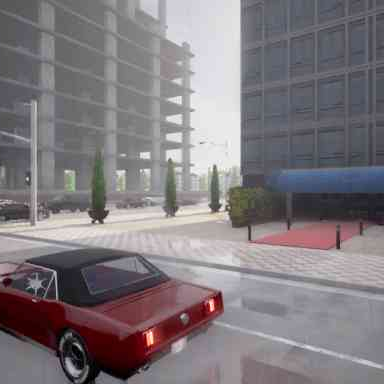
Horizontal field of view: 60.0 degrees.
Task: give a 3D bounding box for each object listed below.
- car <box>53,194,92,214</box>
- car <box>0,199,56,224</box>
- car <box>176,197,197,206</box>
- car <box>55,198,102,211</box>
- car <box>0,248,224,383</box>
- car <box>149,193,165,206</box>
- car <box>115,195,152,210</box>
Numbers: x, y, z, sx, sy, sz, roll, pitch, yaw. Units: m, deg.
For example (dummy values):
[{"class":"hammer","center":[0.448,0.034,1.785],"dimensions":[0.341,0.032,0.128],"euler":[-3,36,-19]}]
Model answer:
[{"class":"car","center":[-13.771,1.221,36.317],"dimensions":[2.150,2.045,5.566],"euler":[0,0,36]},{"class":"car","center":[-13.134,1.505,24.875],"dimensions":[1.837,1.490,4.892],"euler":[0,0,36]},{"class":"car","center":[-1.342,1.548,53.551],"dimensions":[2.033,1.411,5.357],"euler":[0,0,36]},{"class":"car","center":[-14.158,1.547,41.768],"dimensions":[2.033,1.411,5.357],"euler":[0,0,36]},{"class":"car","center":[-1.963,1.601,5.380],"dimensions":[4.718,1.301,1.895],"euler":[0,0,35]},{"class":"car","center":[-5.964,1.223,53.134],"dimensions":[2.150,2.045,5.566],"euler":[0,0,36]},{"class":"car","center":[-7.998,1.505,44.330],"dimensions":[1.837,1.490,4.892],"euler":[0,0,36]}]
